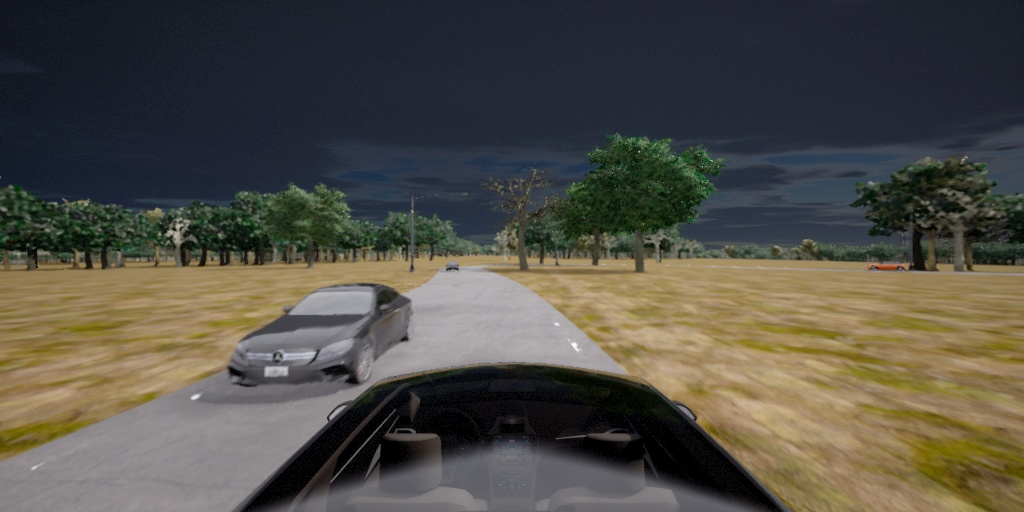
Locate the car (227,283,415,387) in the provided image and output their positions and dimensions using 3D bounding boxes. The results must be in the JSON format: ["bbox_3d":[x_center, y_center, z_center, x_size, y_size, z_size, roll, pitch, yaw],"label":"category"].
[{"bbox_3d":[-3.235,1.295,7.137,1.812,1.442,4.674,0,0,-2],"label":"car"}]

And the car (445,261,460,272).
[{"bbox_3d":[-8.127,1.446,49.177,2.033,1.411,5.357,0,0,-10],"label":"car"}]
